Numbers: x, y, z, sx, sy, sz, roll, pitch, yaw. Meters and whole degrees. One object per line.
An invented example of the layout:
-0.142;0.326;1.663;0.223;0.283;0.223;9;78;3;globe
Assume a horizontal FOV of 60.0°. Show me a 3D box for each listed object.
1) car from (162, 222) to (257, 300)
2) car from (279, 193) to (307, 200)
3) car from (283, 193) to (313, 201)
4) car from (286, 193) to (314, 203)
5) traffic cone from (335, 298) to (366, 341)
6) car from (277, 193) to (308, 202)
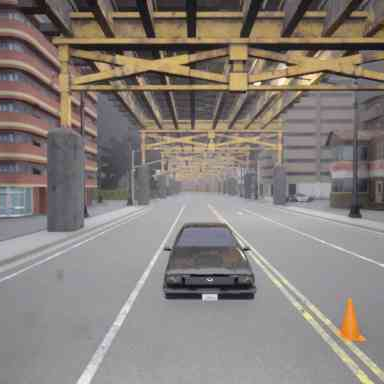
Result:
0.362;1.533;8.764;2.033;1.411;5.357;0;0;1;car
17.861;0.800;59.011;4.536;1.218;1.853;0;1;25;car
17.515;0.847;54.894;4.536;1.218;1.853;0;1;-20;car
17.466;1.005;54.878;4.974;1.542;2.038;0;1;-20;car
2.454;1.949;5.157;0.340;0.580;0.340;0;0;0;traffic cone
17.814;0.957;59.035;4.974;1.542;2.038;0;1;25;car
